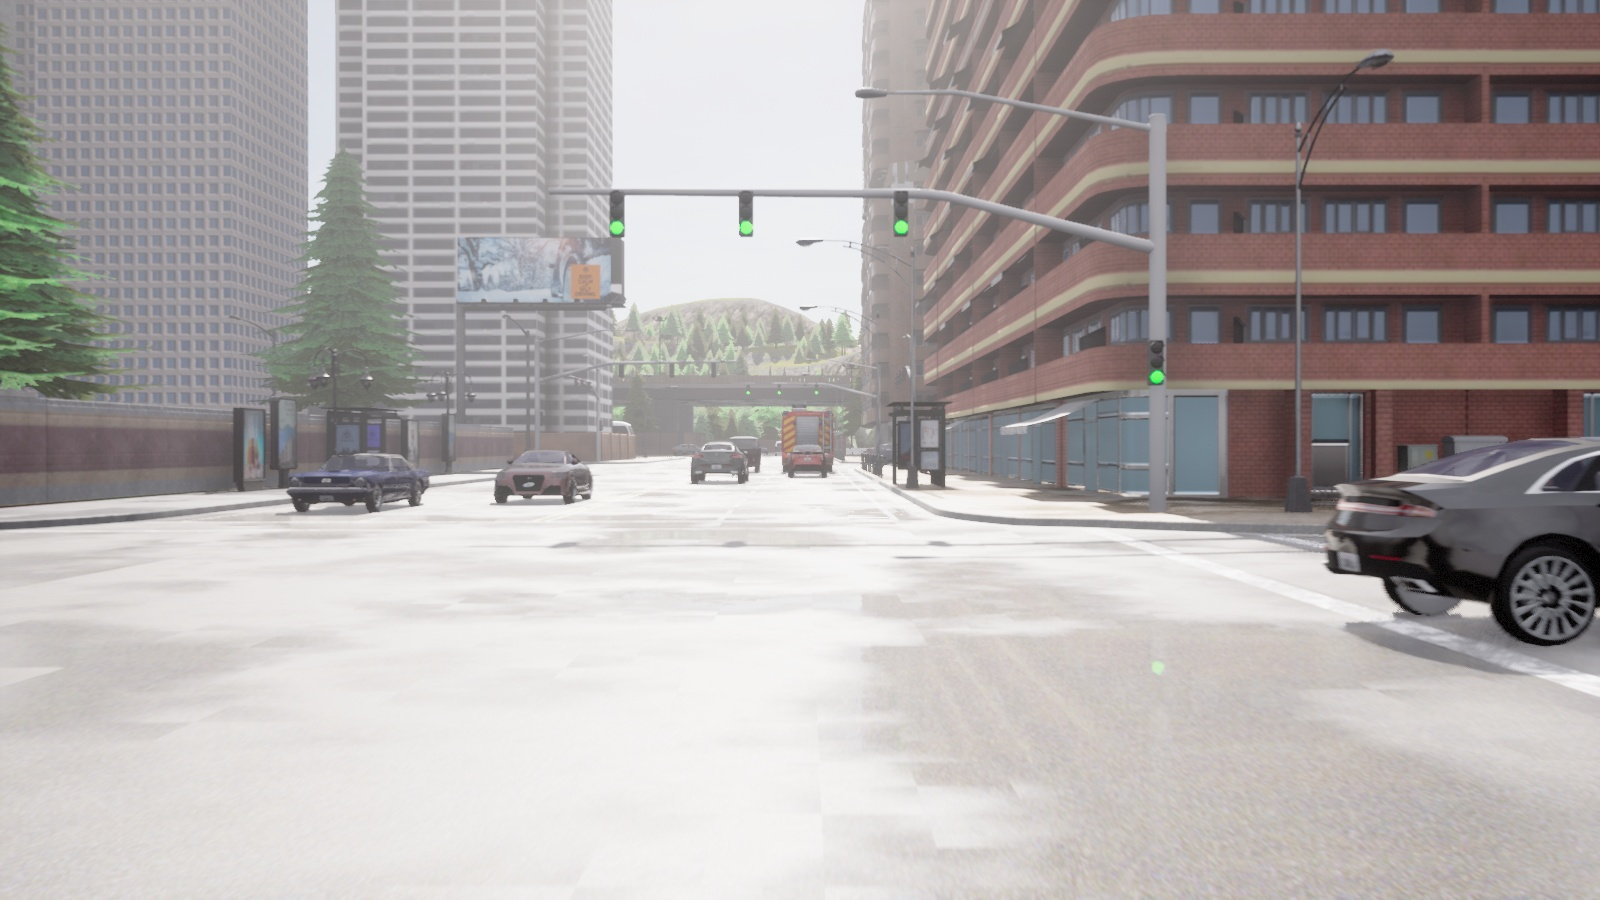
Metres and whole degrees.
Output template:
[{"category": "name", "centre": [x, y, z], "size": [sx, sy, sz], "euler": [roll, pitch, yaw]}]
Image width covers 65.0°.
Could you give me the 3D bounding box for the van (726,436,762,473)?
[{"category": "van", "centre": [-3.086, 0.227, 69.878], "size": [1.775, 1.987, 4.442], "euler": [0, 0, 0]}]

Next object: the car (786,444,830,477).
[{"category": "car", "centre": [0.356, 0.462, 59.658], "size": [2.007, 1.525, 4.514], "euler": [0, 0, 0]}]

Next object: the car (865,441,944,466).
[{"category": "car", "centre": [6.839, 0.210, 82.590], "size": [5.027, 1.651, 2.152], "euler": [0, 0, 1]}]

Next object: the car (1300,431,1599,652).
[{"category": "car", "centre": [6.759, 0.619, 9.751], "size": [4.902, 1.511, 2.128], "euler": [0, 0, -2]}]

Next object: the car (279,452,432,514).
[{"category": "car", "centre": [-10.316, 0.724, 29.555], "size": [1.895, 1.301, 4.718], "euler": [0, 0, 0]}]

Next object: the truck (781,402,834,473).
[{"category": "truck", "centre": [0.430, -0.699, 72.147], "size": [2.891, 3.827, 8.468], "euler": [0, 0, 0]}]

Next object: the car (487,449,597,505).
[{"category": "car", "centre": [-6.787, 0.675, 33.468], "size": [1.994, 1.385, 4.181], "euler": [0, 0, 1]}]

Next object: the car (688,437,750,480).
[{"category": "car", "centre": [-3.197, 0.326, 50.525], "size": [2.152, 1.651, 5.027], "euler": [0, 0, 0]}]
